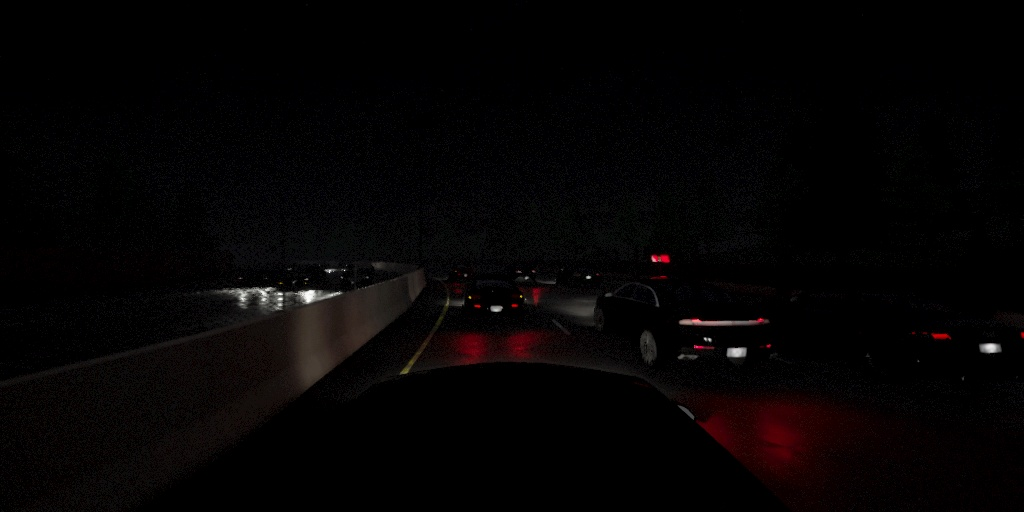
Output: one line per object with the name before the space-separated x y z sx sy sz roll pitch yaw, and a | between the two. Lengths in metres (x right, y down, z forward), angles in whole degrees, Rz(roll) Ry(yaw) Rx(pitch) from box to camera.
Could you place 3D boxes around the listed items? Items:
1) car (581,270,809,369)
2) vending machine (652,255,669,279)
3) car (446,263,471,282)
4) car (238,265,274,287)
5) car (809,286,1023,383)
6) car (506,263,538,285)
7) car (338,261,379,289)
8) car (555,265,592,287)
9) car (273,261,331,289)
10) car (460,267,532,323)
car | 3.232 1.231 7.790 2.128 1.511 4.902 0 0 -3
vending machine | 11.690 0.909 28.245 1.100 2.100 0.880 0 0 -13
car | -4.219 1.306 29.835 1.812 1.442 4.674 0 0 -16
car | -17.812 1.383 26.121 2.033 1.411 5.357 0 0 -17
car | 6.760 1.288 7.137 1.994 1.385 4.181 0 0 -3
car | 0.404 1.251 26.082 2.128 1.511 4.902 0 0 -14
car | -9.943 1.293 23.532 2.128 1.511 4.902 0 0 -14
car | 4.379 1.306 24.400 1.994 1.385 4.181 0 0 -12
car | -13.542 1.321 23.553 1.837 1.490 4.892 0 0 -15
car | -0.666 1.283 12.165 1.812 1.442 4.674 0 0 -6
